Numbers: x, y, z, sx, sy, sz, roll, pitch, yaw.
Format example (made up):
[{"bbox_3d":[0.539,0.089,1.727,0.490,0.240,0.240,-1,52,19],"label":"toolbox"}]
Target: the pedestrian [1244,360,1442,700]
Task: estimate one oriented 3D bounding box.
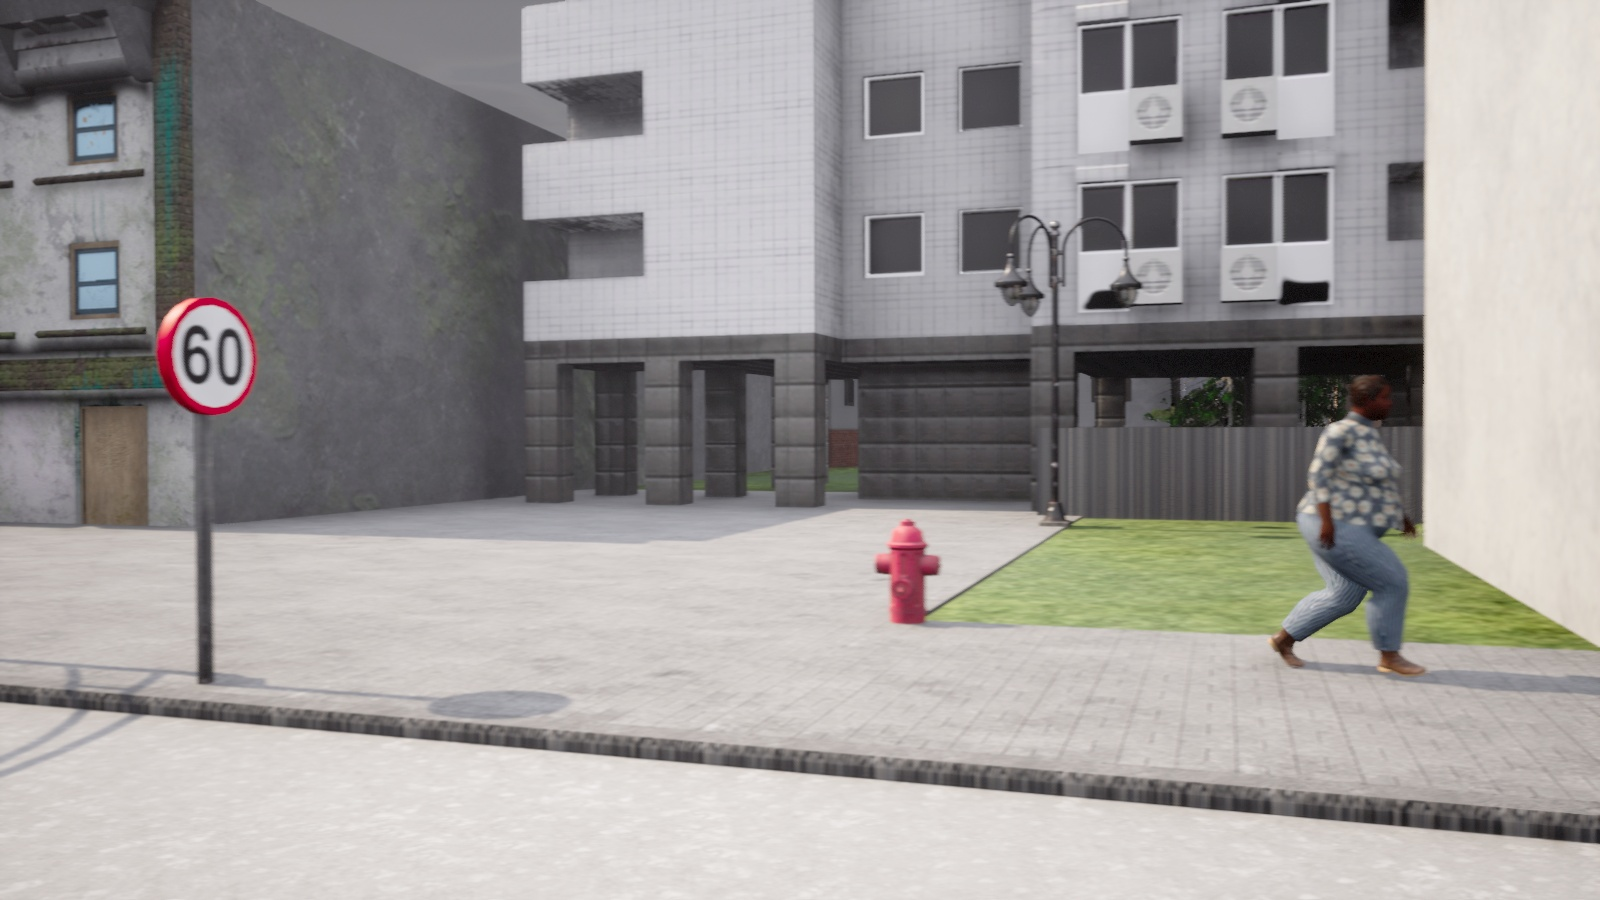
[{"bbox_3d":[3.239,0.429,7.476,0.900,1.855,0.874,1,1,35],"label":"pedestrian"}]
